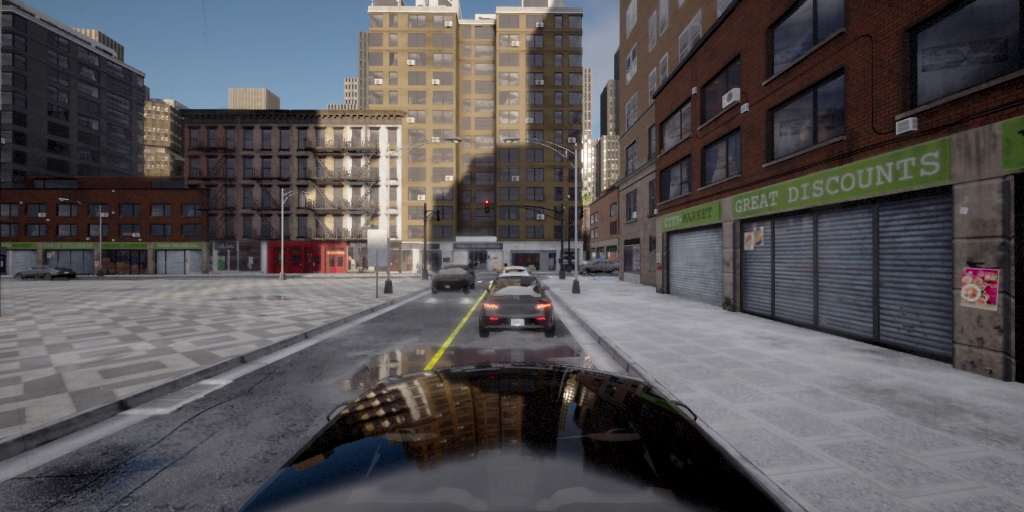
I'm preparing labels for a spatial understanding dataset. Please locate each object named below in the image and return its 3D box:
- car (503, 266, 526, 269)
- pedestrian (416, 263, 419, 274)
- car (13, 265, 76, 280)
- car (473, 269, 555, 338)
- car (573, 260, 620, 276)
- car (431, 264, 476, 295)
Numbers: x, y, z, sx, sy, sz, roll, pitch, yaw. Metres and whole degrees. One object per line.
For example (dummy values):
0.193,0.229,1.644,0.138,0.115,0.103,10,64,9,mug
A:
0.145,1.269,19.870,1.812,1.442,4.674,0,0,-1,car
-10.050,0.969,38.287,0.375,1.860,0.375,0,0,-1,pedestrian
-45.422,1.615,34.914,4.181,1.385,1.994,-1,0,-1,car
0.119,1.274,10.089,1.812,1.442,4.674,0,0,0,car
8.496,1.147,35.280,4.902,1.511,2.128,-1,0,-4,car
-3.127,1.221,19.881,1.882,1.535,5.008,0,0,0,car
